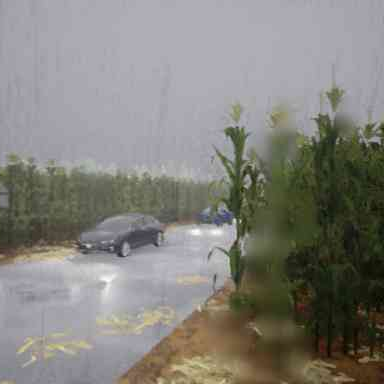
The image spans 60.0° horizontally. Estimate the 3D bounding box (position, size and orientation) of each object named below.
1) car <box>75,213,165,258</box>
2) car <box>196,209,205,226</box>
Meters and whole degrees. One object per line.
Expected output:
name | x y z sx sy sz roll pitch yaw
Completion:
car | -2.772 1.695 13.952 1.837 1.490 4.892 0 -1 21
car | 1.824 1.806 26.144 1.882 1.535 5.008 0 -1 21
